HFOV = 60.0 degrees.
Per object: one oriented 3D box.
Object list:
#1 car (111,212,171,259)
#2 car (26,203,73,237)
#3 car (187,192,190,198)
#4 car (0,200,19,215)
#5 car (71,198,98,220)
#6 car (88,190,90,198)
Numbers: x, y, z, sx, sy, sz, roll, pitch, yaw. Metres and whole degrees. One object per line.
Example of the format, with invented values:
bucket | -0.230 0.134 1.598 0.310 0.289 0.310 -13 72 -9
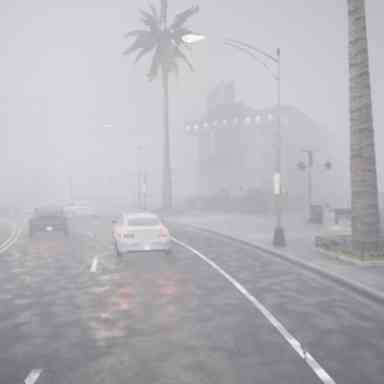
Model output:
car | -1.989 1.478 12.487 1.812 1.442 4.674 0 0 -15
car | -7.699 1.460 17.893 1.837 1.490 4.892 0 0 -24
car | 0.191 1.143 60.783 4.674 1.452 2.002 0 0 34
car | -18.428 1.464 32.354 4.674 1.442 1.812 0 0 42
car | -9.193 1.444 27.310 1.812 1.442 4.674 0 0 -35
car | -20.084 1.073 60.597 4.553 1.767 2.185 0 0 34
